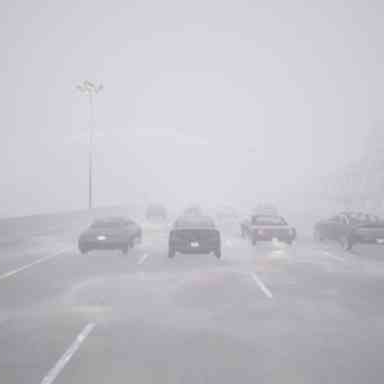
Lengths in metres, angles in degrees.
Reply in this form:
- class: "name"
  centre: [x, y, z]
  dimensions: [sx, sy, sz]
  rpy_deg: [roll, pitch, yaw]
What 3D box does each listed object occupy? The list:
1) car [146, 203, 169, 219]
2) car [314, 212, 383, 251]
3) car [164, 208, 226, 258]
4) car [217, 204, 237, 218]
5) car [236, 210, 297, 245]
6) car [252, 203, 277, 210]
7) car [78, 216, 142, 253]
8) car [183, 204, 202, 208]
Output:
- class: "car"
  centre: [-3.411, 1.861, 33.001]
  dimensions: [2.128, 1.511, 4.902]
  rpy_deg: [0, -1, 0]
- class: "car"
  centre: [7.094, 1.660, 14.936]
  dimensions: [2.128, 1.511, 4.902]
  rpy_deg: [0, -1, 0]
- class: "car"
  centre: [0.096, 1.631, 13.572]
  dimensions: [1.882, 1.535, 5.008]
  rpy_deg: [0, -1, 0]
- class: "car"
  centre: [3.576, 1.909, 34.194]
  dimensions: [1.812, 1.442, 4.674]
  rpy_deg: [0, -1, 0]
- class: "car"
  centre: [3.596, 1.788, 16.605]
  dimensions: [1.895, 1.301, 4.718]
  rpy_deg: [0, -1, 0]
- class: "car"
  centre: [7.131, 1.862, 33.016]
  dimensions: [2.128, 1.511, 4.902]
  rpy_deg: [0, -1, 1]
- class: "car"
  centre: [-3.406, 1.727, 14.505]
  dimensions: [1.994, 1.385, 4.181]
  rpy_deg: [0, -1, 0]
- class: "car"
  centre: [0.076, 1.909, 34.195]
  dimensions: [1.812, 1.442, 4.674]
  rpy_deg: [0, -1, 0]
